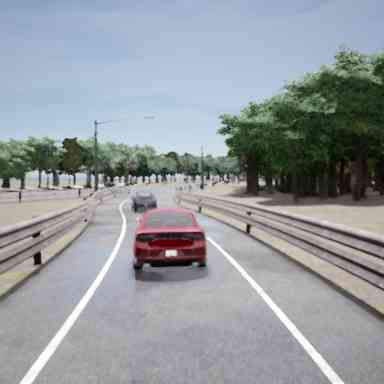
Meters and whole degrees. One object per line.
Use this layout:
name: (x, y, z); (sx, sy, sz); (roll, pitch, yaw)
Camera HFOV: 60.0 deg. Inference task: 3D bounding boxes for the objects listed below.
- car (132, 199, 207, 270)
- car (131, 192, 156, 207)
car: (-0.734, 1.204, 10.168); (1.882, 1.535, 5.008); (0, 2, -6)
car: (-4.038, 0.722, 27.823); (2.128, 1.511, 4.902); (-1, 2, -12)
